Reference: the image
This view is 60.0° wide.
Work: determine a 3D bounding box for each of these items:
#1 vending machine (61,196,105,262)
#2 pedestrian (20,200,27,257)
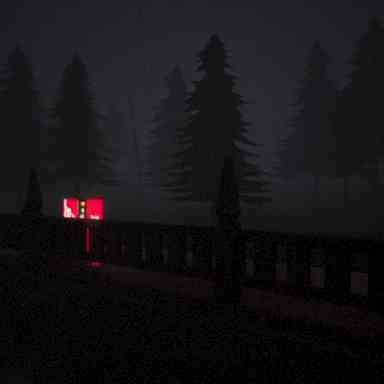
[{"bbox_3d":[-3.702,1.195,11.340,0.880,2.100,1.100,0,0,30],"label":"vending machine"},{"bbox_3d":[-5.239,1.141,10.552,0.375,1.860,0.375,0,0,30],"label":"pedestrian"}]
